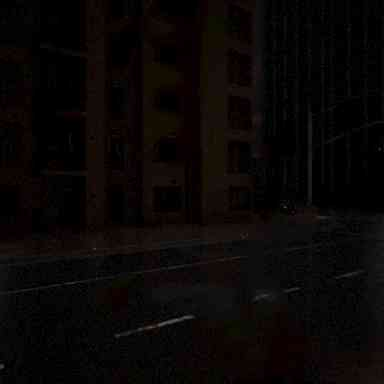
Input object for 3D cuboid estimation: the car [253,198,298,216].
[{"bbox_3d":[8.231,1.346,33.090,2.097,1.767,4.553,0,0,-34],"label":"car"}]
